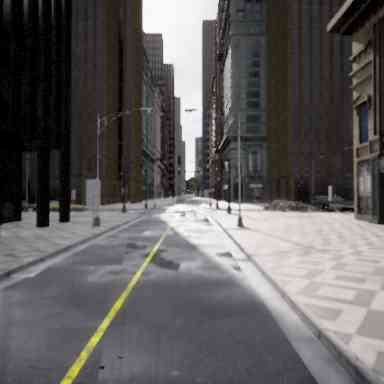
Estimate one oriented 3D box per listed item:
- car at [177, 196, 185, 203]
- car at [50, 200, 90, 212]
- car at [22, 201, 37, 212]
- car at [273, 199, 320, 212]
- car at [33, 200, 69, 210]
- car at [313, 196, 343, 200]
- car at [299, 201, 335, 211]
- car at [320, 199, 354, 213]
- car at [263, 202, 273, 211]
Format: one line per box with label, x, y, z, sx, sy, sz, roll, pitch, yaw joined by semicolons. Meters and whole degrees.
car;-3.060;1.959;89.784;2.097;1.767;4.553;0;0;0
car;-14.615;1.702;39.305;4.829;1.417;1.752;0;-1;0
car;-20.085;1.709;39.283;4.507;1.381;1.887;0;-1;0
car;12.305;1.808;39.411;4.403;1.369;2.008;0;-1;0
car;-20.190;1.901;47.805;4.403;1.369;2.008;0;-1;0
car;18.029;1.494;42.202;5.566;2.045;2.150;0;-1;0
car;17.971;2.015;47.957;4.403;1.369;2.008;0;-1;0
car;17.976;1.844;39.434;4.313;1.339;1.947;0;-2;0
car;12.301;1.884;47.937;4.097;1.590;1.967;0;-1;0
